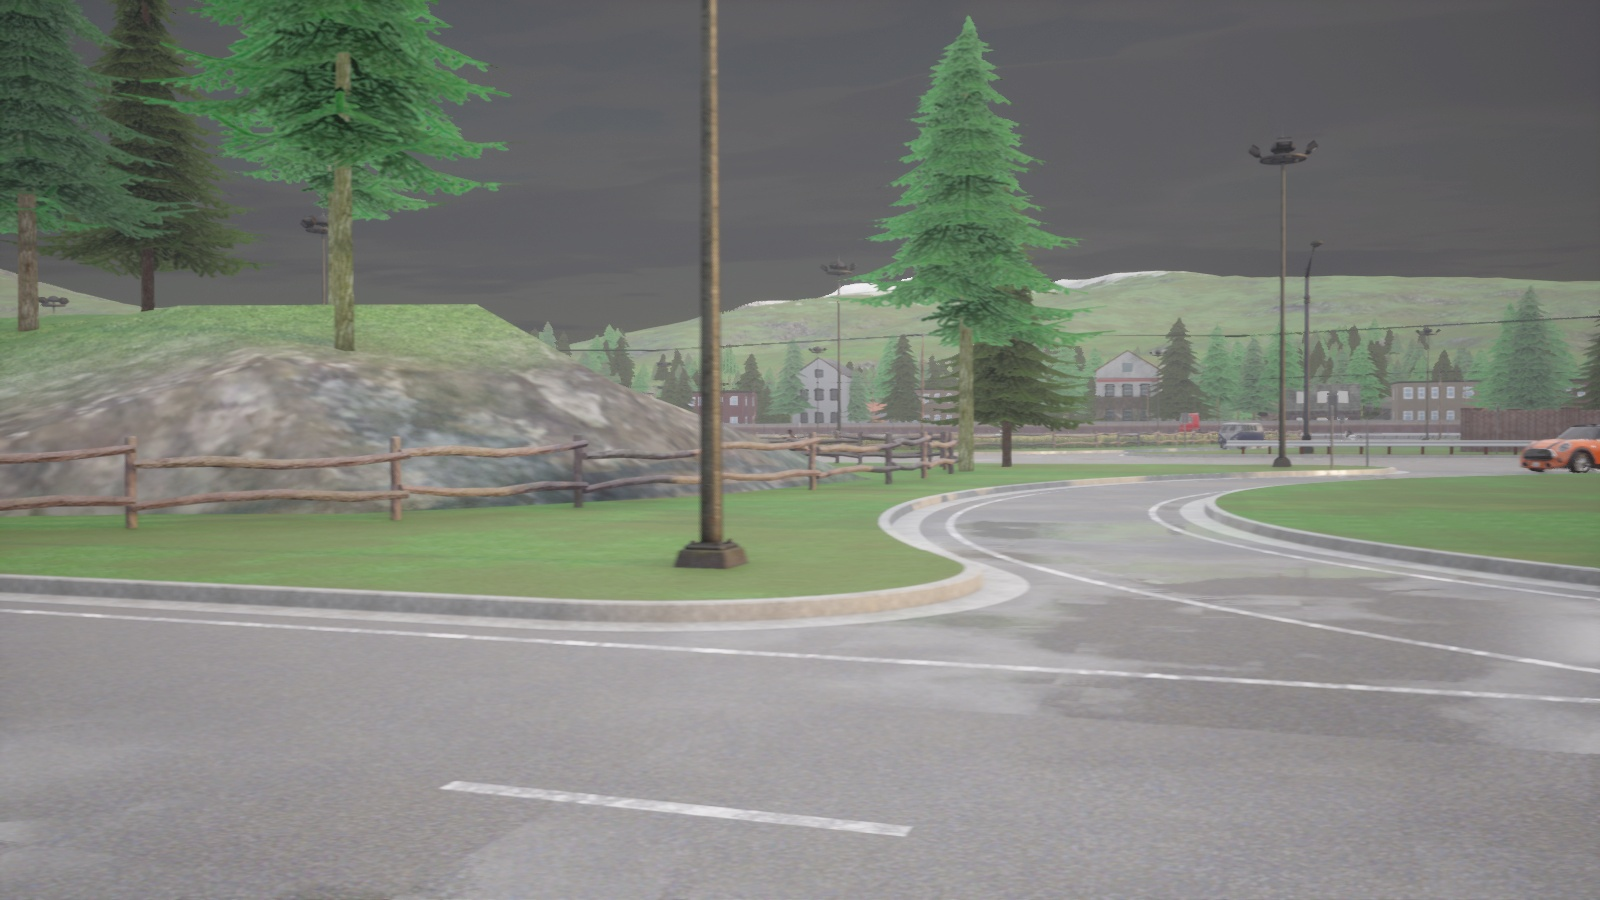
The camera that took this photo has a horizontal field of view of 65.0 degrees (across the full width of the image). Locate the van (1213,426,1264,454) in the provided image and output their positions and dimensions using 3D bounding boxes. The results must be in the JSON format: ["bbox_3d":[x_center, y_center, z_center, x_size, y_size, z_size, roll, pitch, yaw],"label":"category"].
[{"bbox_3d":[31.589,-0.749,90.333,1.775,1.987,4.442,1,1,44],"label":"van"}]

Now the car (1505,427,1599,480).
[{"bbox_3d":[26.815,0.100,42.803,4.553,1.767,2.097,0,1,-12],"label":"car"}]
